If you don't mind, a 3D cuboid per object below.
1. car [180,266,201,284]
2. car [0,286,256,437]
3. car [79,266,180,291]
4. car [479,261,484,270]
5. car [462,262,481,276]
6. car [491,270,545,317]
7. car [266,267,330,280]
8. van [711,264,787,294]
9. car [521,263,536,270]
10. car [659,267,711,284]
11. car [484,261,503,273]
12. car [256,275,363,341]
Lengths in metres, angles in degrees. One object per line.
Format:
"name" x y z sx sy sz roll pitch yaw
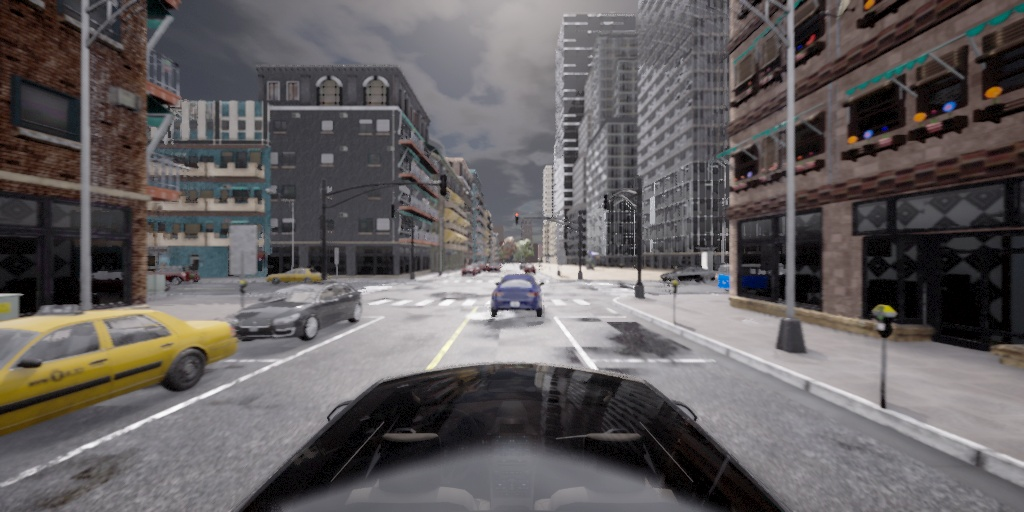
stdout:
"car" -28.773 1.571 30.057 4.097 1.591 1.967 0 0 0
"car" -5.690 1.311 4.254 1.751 1.417 4.829 0 0 0
"car" -23.229 1.569 21.685 4.097 1.591 1.967 0 0 0
"car" -5.678 1.887 53.799 1.967 1.591 4.097 0 0 0
"car" -5.680 1.915 48.151 1.888 1.381 4.507 0 0 0
"car" 0.277 1.439 14.041 1.812 1.442 4.674 0 -1 4
"car" -17.876 1.628 30.072 4.829 1.417 1.751 0 0 0
"van" 14.694 1.385 21.737 3.998 1.789 1.690 0 0 0
"car" 2.669 1.993 53.854 1.888 1.381 4.507 0 0 0
"car" 14.683 1.597 30.118 4.313 1.339 1.948 0 0 0
"car" -3.035 1.894 60.760 2.097 1.767 4.553 0 -1 1
"car" -5.689 1.411 10.088 2.007 1.370 4.403 0 0 0
